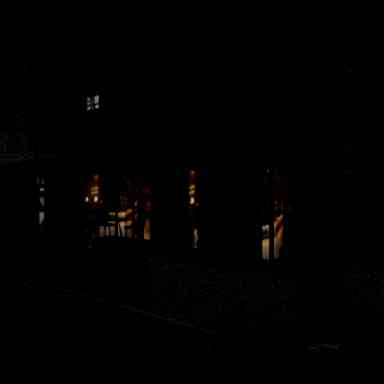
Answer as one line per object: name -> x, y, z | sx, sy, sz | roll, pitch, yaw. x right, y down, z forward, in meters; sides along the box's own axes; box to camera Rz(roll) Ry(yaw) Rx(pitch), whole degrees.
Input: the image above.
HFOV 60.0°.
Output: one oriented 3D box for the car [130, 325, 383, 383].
car -> 1.428, 1.551, 1.854 | 4.403, 1.369, 2.008 | 0, 0, 36
